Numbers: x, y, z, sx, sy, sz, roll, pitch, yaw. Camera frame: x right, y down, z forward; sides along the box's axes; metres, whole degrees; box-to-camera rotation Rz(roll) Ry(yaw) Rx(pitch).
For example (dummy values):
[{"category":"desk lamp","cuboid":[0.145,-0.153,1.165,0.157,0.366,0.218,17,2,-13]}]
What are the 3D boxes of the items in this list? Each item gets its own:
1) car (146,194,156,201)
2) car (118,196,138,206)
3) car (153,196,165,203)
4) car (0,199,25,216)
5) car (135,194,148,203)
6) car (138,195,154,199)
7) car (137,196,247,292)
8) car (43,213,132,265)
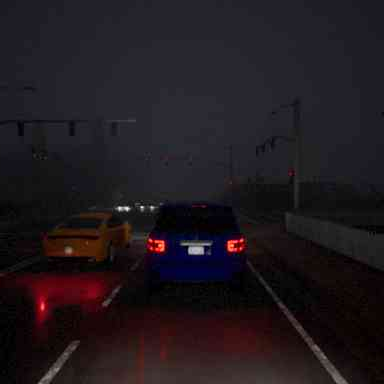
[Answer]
[{"category":"car","cuboid":[-10.253,1.409,83.262,1.882,1.535,5.008,0,0,0]},{"category":"car","cuboid":[-10.427,1.457,52.645,2.128,1.511,4.902,0,0,0]},{"category":"car","cuboid":[-6.795,1.502,69.297,2.033,1.411,5.357,0,0,0]},{"category":"car","cuboid":[-18.789,1.471,32.105,4.902,1.511,2.128,0,0,-1]},{"category":"car","cuboid":[-10.300,1.314,68.122,2.097,1.767,4.553,0,0,0]},{"category":"car","cuboid":[-6.922,1.492,52.718,1.812,1.442,4.674,0,0,0]},{"category":"car","cuboid":[0.089,1.216,9.061,2.150,2.045,5.566,0,0,0]},{"category":"car","cuboid":[-3.389,1.470,11.686,1.882,1.535,5.008,0,0,0]}]
